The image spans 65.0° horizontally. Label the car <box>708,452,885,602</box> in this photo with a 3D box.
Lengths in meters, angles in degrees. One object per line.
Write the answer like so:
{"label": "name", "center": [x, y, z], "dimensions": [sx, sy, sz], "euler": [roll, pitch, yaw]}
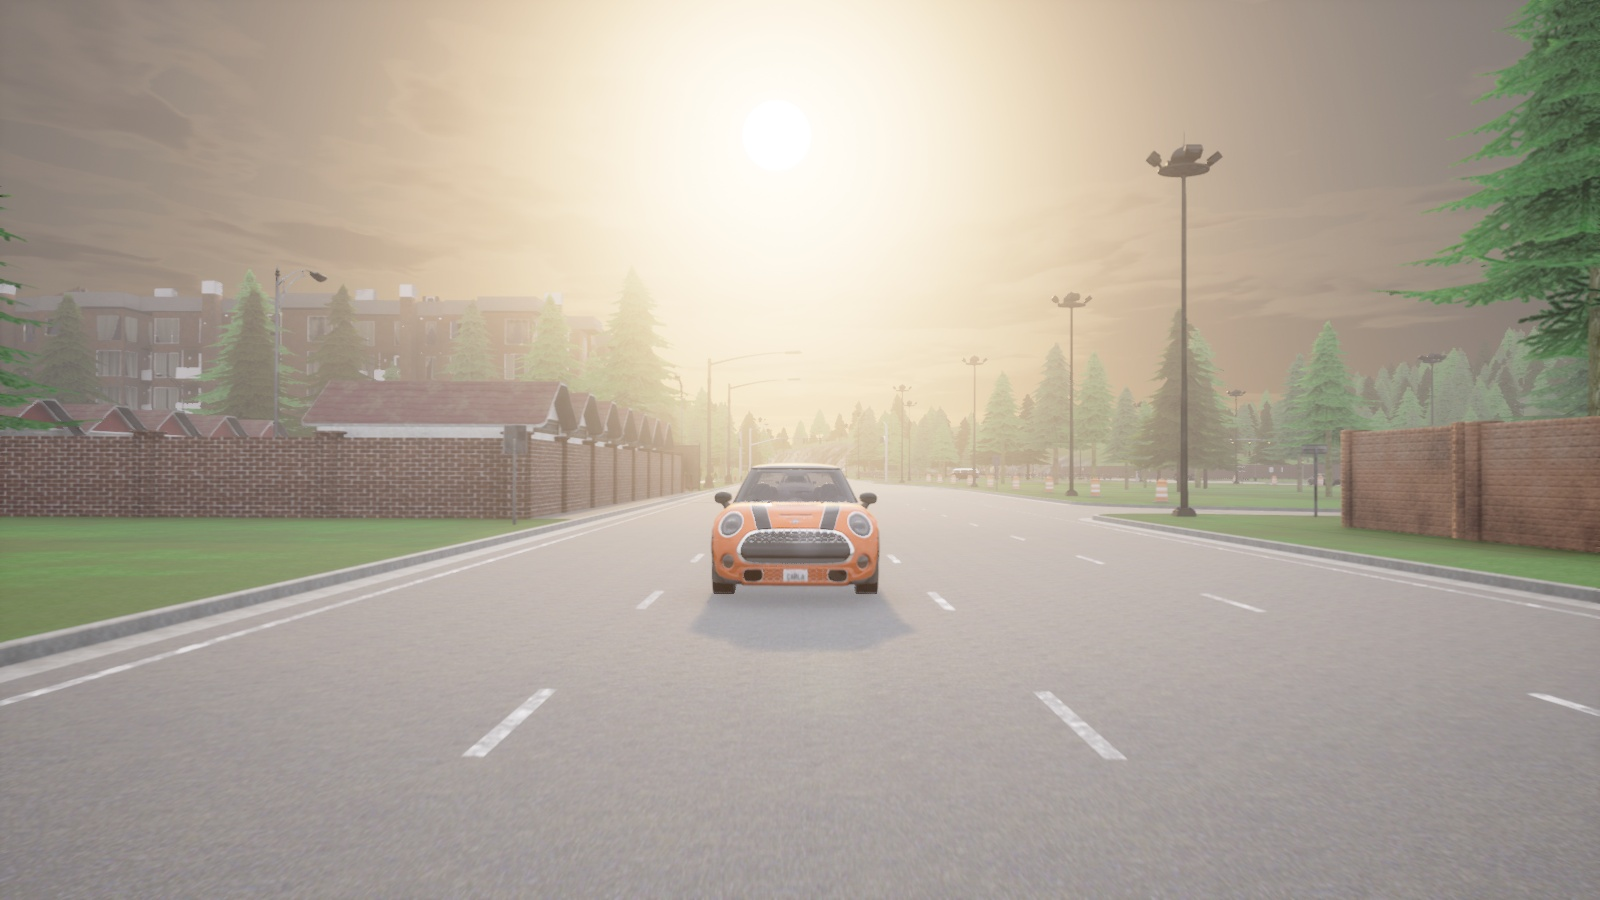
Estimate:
{"label": "car", "center": [-0.051, 0.960, 17.159], "dimensions": [2.097, 1.767, 4.553], "euler": [0, -1, 0]}
